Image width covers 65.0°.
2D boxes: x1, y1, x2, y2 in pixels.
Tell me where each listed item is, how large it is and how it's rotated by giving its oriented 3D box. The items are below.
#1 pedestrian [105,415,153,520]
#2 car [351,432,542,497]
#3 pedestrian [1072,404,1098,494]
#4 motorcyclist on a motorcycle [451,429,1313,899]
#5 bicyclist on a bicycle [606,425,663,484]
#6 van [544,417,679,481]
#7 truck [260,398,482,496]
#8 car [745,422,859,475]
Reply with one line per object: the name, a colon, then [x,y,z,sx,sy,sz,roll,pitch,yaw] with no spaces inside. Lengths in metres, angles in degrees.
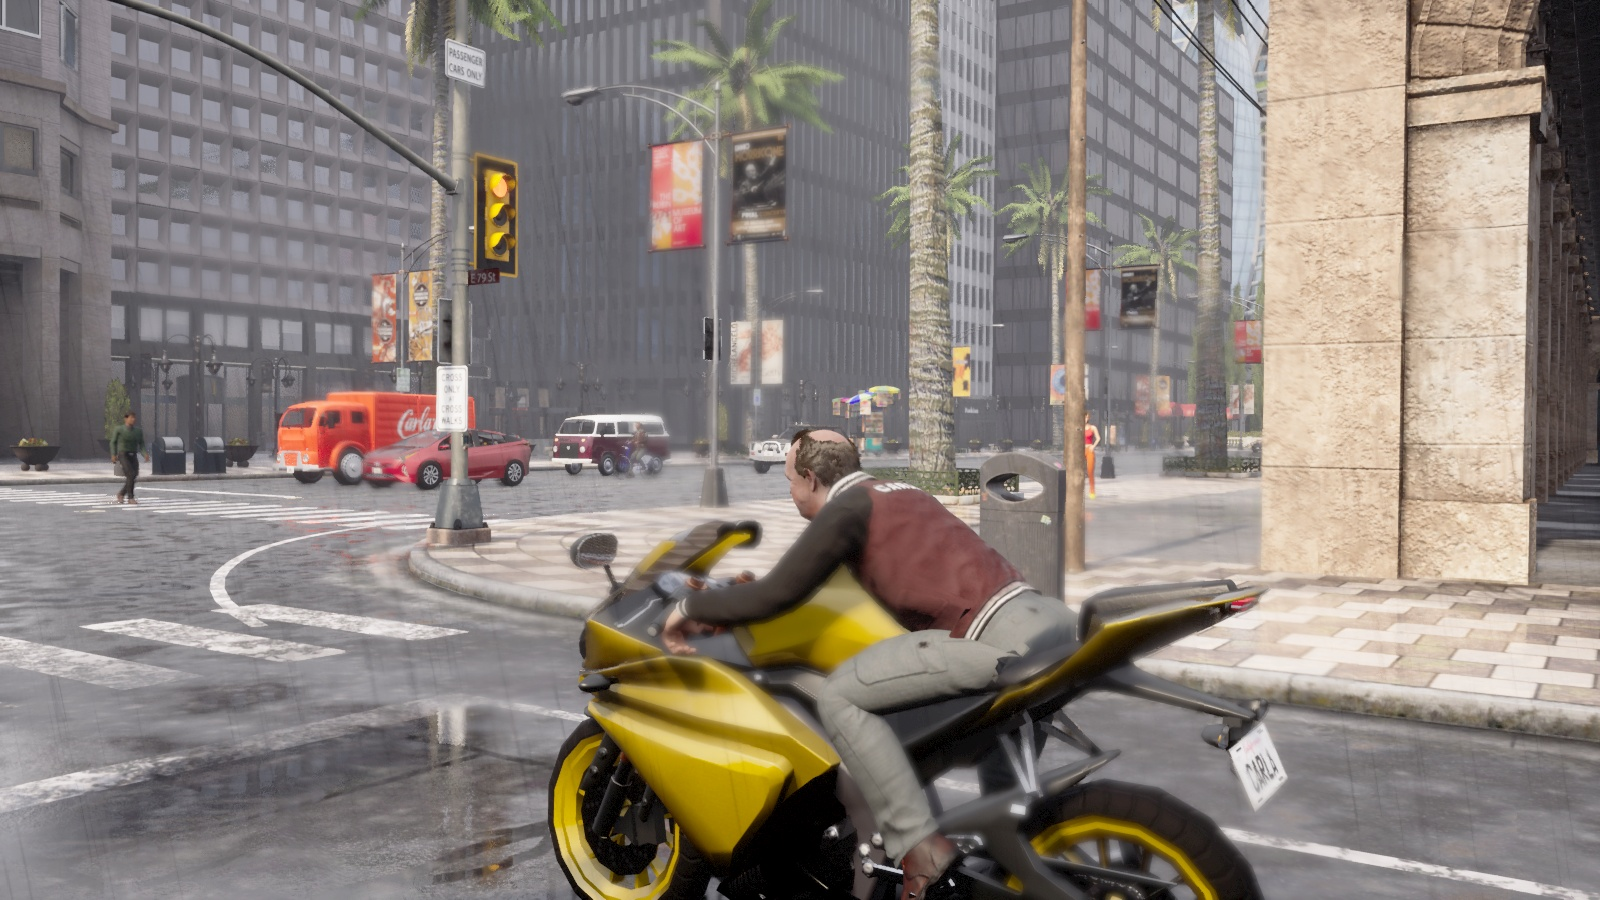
pedestrian: [-12.672,0.329,23.712,0.788,1.949,0.423,0,1,32]
car: [-8.995,0.318,32.343,2.007,1.525,4.514,0,1,33]
pedestrian: [5.886,-0.019,25.905,0.345,1.836,0.594,0,1,31]
motorcyclist on a motorcycle: [0.146,0.718,3.421,2.191,1.530,0.866,0,1,33]
bicyclist on a bicycle: [-5.040,0.124,38.327,0.659,1.776,1.843,0,1,33]
van: [-6.340,-0.071,42.710,2.069,2.038,4.480,0,1,33]
truck: [-11.689,-0.122,34.589,2.627,2.467,5.204,0,1,35]
car: [0.139,-0.084,46.171,1.932,1.855,4.605,0,1,33]
